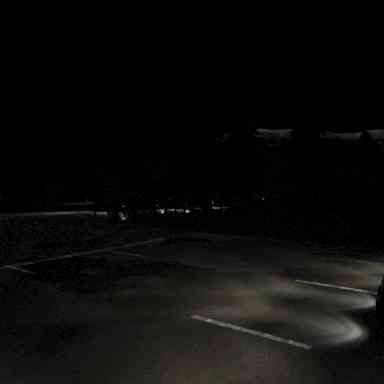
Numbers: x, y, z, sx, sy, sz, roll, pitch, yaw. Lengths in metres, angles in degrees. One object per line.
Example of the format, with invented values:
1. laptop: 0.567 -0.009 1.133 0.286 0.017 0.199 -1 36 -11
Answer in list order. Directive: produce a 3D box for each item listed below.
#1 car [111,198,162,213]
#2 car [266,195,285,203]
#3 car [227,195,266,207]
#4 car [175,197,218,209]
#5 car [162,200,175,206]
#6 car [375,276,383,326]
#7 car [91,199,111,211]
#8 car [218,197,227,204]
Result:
1. car: -6.013 1.414 36.491 1.837 1.490 4.892 0 0 43
2. car: 12.810 1.279 55.822 4.553 1.767 2.097 0 0 -28
3. car: 8.026 1.419 48.705 4.902 1.511 2.128 0 0 -35
4. car: 0.639 1.421 42.977 4.892 1.490 1.837 0 0 -41
5. car: -2.711 1.425 44.668 4.674 1.442 1.812 0 0 -42
6. car: 5.138 1.352 4.578 4.553 1.767 2.097 0 0 36
7. car: -9.170 1.494 38.299 1.895 1.301 4.718 0 0 43
8. car: 4.694 1.458 50.760 5.357 1.411 2.033 0 0 -37
